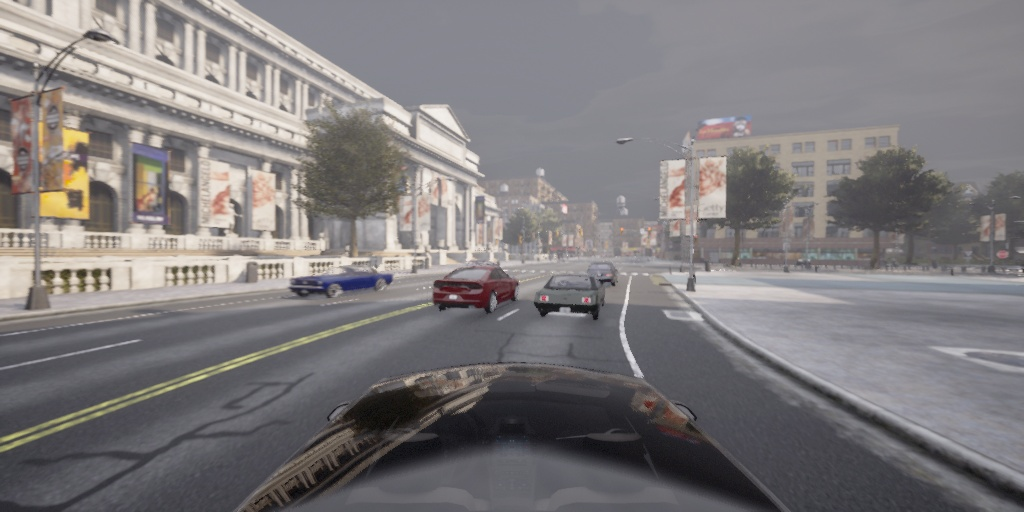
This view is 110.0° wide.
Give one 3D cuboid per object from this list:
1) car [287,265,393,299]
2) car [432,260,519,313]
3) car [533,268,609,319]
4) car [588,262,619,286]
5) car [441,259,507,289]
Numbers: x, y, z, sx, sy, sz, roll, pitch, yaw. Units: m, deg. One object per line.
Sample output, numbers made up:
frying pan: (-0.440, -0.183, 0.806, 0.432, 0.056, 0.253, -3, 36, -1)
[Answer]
car: (-7.693, 1.118, 16.572, 1.895, 1.301, 4.718, 1, 1, 18)
car: (-1.114, 1.086, 13.347, 1.882, 1.535, 5.008, 1, 1, 16)
car: (2.176, 1.248, 12.371, 1.895, 1.301, 4.718, 1, 1, 17)
car: (5.836, 1.102, 23.227, 2.033, 1.411, 5.357, 1, 1, 19)
car: (-2.150, 1.000, 21.835, 2.128, 1.511, 4.902, 1, 1, 19)
